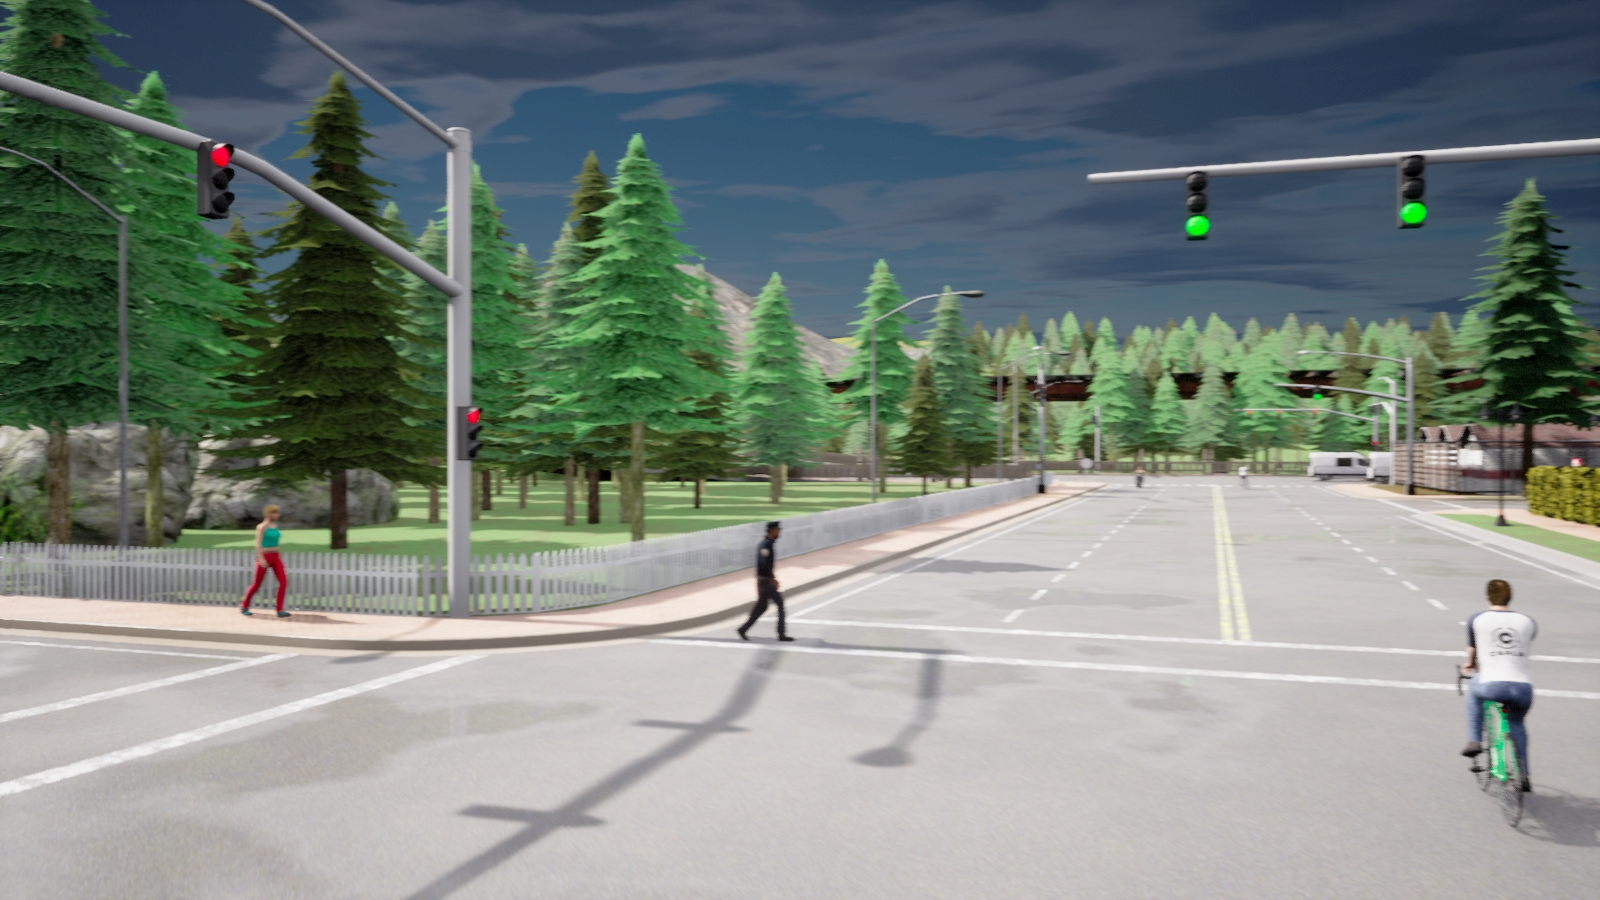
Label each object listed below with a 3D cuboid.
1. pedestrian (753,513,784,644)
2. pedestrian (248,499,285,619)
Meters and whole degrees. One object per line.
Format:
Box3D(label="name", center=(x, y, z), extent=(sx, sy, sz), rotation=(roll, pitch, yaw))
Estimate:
Box3D(label="pedestrian", center=(-0.458, 1.853, 16.640), extent=(0.375, 1.860, 0.375), rotation=(0, 0, 13))
Box3D(label="pedestrian", center=(-8.439, 1.713, 18.068), extent=(0.375, 1.860, 0.375), rotation=(0, 0, 18))
